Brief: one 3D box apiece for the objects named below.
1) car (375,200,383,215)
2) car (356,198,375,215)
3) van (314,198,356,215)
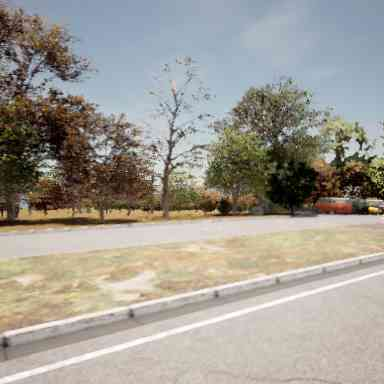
[{"bbox_3d":[21.878,2.145,43.706,1.946,1.575,5.366,2,-1,-35],"label":"car"},{"bbox_3d":[19.508,1.801,42.278,2.435,2.045,5.566,2,-1,-35],"label":"car"},{"bbox_3d":[17.101,1.736,40.674,1.878,1.987,4.442,2,-1,-35],"label":"van"}]
